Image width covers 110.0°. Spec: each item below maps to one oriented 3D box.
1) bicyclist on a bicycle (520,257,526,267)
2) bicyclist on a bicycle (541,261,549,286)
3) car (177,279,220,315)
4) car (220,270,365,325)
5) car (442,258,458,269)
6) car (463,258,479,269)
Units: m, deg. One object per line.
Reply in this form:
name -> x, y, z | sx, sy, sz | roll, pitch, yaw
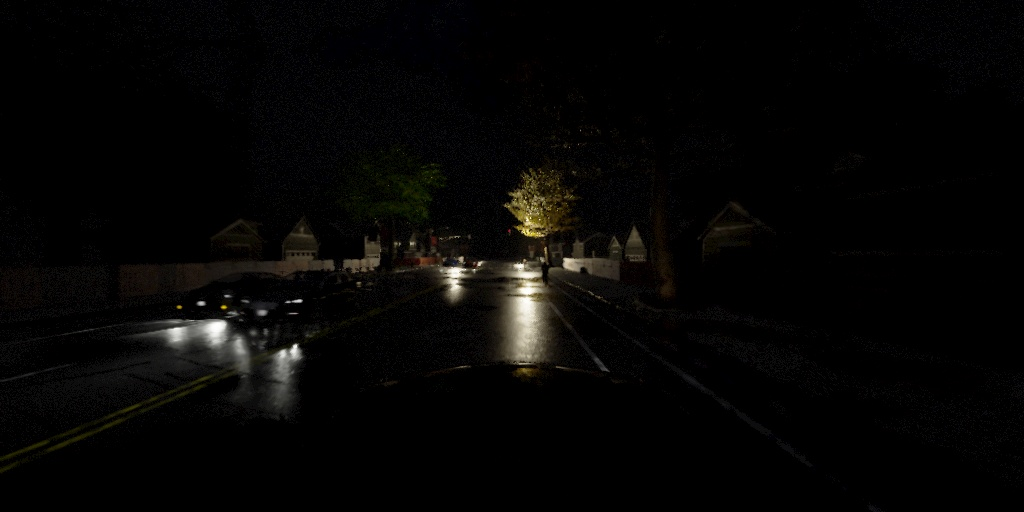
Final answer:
bicyclist on a bicycle -> 2.084, 1.151, 58.443 | 0.866, 1.612, 1.509 | 0, 0, 1
bicyclist on a bicycle -> 2.221, 1.192, 23.994 | 0.582, 1.620, 1.656 | 0, 0, 0
car -> -9.851, 1.307, 13.353 | 1.994, 1.385, 4.181 | 0, 0, 0
car -> -6.601, 1.235, 11.933 | 2.128, 1.511, 4.902 | 0, 0, 0
car -> -9.755, 1.111, 56.738 | 1.882, 1.535, 5.008 | 0, 0, 0
car -> -6.505, 1.119, 56.768 | 2.097, 1.767, 4.553 | 0, 0, 0
